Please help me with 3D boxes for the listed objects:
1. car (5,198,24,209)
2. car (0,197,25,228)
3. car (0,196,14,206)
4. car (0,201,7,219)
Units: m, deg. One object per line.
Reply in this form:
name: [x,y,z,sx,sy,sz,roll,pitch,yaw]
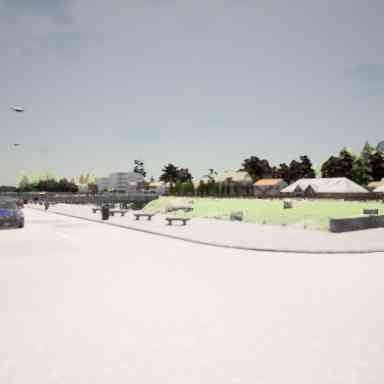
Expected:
car: [-24.574,1.524,45.979,1.812,1.442,4.674,0,0,-35]
car: [-12.222,1.351,21.449,2.097,1.767,4.553,0,0,-36]
car: [-30.505,1.475,54.288,1.882,1.535,5.008,0,0,-36]
car: [-17.751,1.547,29.200,2.033,1.411,5.357,0,0,-36]
